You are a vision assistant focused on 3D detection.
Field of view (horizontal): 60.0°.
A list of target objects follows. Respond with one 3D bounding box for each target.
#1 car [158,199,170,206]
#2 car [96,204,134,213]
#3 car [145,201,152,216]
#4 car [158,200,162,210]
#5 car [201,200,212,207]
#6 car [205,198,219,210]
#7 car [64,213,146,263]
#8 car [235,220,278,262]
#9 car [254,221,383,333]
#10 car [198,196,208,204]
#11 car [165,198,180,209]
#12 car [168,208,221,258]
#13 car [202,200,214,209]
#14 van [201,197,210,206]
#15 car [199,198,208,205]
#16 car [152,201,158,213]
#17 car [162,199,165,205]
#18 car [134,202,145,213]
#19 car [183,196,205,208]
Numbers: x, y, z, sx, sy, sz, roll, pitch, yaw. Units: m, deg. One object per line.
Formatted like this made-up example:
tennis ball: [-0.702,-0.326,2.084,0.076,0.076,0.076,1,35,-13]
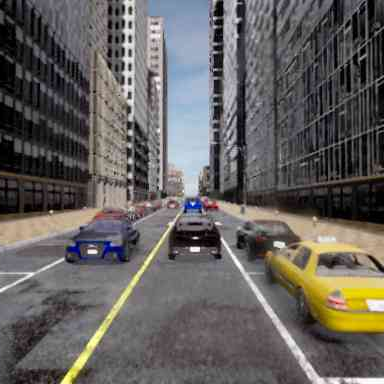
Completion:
car: [-5.657,2.157,68.095,2.008,1.369,4.403,1,-1,0]
car: [-5.669,1.753,23.496,1.887,1.381,4.507,1,-1,0]
car: [-5.666,1.852,34.646,1.887,1.381,4.507,1,-1,0]
car: [-5.663,1.973,45.796,1.947,1.339,4.313,1,-1,0]
car: [2.722,2.140,62.606,1.802,1.307,4.206,1,-1,0]
car: [2.718,1.953,45.875,1.887,1.381,4.507,1,-1,0]
car: [-3.096,1.673,12.290,1.994,1.385,4.181,0,-1,0]
car: [2.708,1.677,12.413,1.947,1.339,4.313,1,-1,0]
car: [2.707,1.589,7.006,1.752,1.417,4.829,1,-1,0]
car: [2.733,2.074,84.916,2.192,1.841,5.009,1,-1,0]
car: [-3.056,2.002,53.534,1.812,1.442,4.674,0,-1,0]
car: [0.102,1.623,13.199,1.837,1.490,4.892,0,0,0]
car: [2.721,2.074,57.029,1.947,1.339,4.313,1,-1,0]
van: [2.728,1.949,68.184,1.690,1.788,3.998,1,-1,0]
car: [2.729,2.148,79.337,1.967,1.590,4.097,1,-1,0]
car: [-5.664,1.908,40.221,2.008,1.369,4.403,1,-1,0]
car: [-5.661,2.001,51.371,1.887,1.381,4.507,1,-1,0]
car: [-5.667,1.809,29.071,2.008,1.369,4.403,1,-1,0]
car: [0.113,1.595,41.878,2.150,2.045,5.566,0,0,0]
